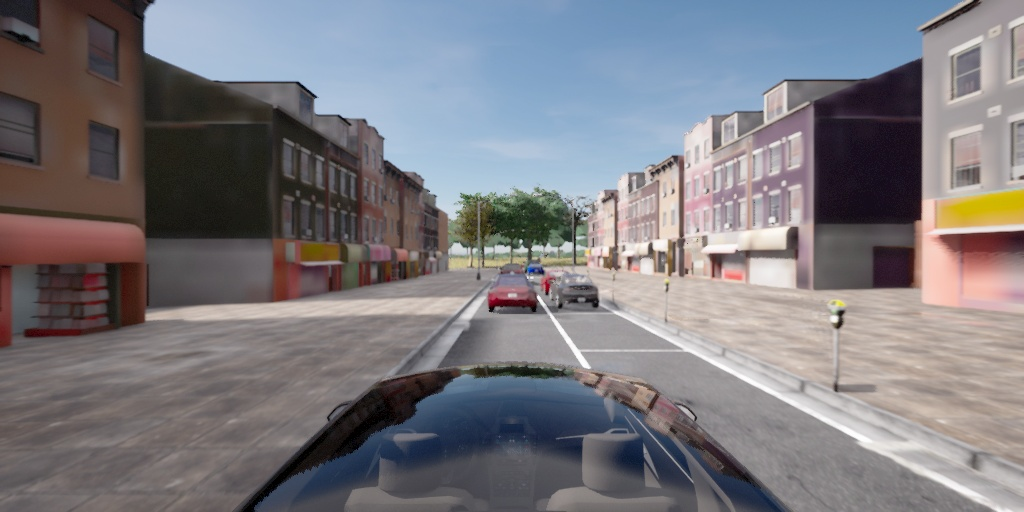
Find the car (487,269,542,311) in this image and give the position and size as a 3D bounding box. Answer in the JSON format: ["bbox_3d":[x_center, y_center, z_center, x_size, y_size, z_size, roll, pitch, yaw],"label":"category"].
[{"bbox_3d":[0.024,1.446,15.283,1.994,1.385,4.181,0,0,0],"label":"car"}]

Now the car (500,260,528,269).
[{"bbox_3d":[0.028,1.387,30.272,2.097,1.767,4.553,0,-1,0],"label":"car"}]

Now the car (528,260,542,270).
[{"bbox_3d":[3.033,1.693,46.645,1.882,1.535,5.008,0,-1,0],"label":"car"}]

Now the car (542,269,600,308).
[{"bbox_3d":[2.642,1.437,15.752,2.007,1.370,4.403,0,0,0],"label":"car"}]

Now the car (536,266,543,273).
[{"bbox_3d":[2.644,1.486,21.158,1.888,1.381,4.507,0,0,0],"label":"car"}]
